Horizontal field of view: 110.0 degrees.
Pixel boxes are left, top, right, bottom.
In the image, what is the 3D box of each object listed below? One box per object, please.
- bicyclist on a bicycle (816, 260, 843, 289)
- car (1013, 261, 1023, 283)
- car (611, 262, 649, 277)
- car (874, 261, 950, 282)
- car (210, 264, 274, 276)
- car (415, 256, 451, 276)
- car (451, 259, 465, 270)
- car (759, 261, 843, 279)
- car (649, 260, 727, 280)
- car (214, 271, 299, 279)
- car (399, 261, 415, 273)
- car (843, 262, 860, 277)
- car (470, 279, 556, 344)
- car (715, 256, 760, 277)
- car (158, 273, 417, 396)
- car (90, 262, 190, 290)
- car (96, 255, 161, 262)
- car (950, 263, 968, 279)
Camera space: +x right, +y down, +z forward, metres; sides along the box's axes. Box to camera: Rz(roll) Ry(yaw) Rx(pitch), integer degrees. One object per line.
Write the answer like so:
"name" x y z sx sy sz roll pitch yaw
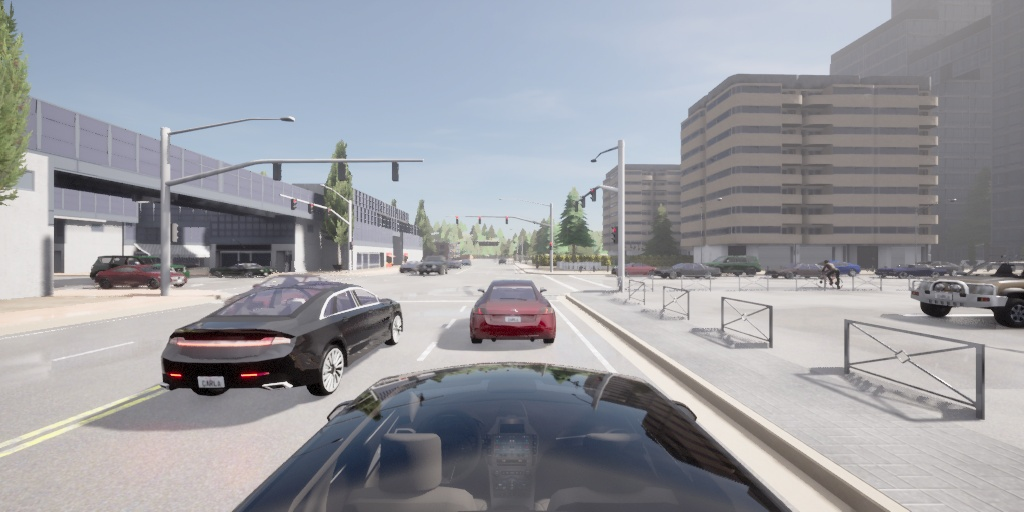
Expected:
"bicyclist on a bicycle" 17.925 1.052 20.271 0.582 1.620 1.656 0 0 -2
"car" 43.298 1.314 28.363 4.181 1.385 1.994 0 0 -1
"car" 11.742 1.314 34.576 4.181 1.385 1.994 0 0 -2
"car" 35.165 1.351 31.761 4.718 1.301 1.895 0 0 -2
"car" -24.573 1.351 32.617 4.718 1.301 1.895 0 0 1
"car" -7.976 0.972 36.758 2.150 2.045 5.566 0 0 -2
"car" -8.452 1.314 51.986 1.994 1.385 4.181 0 0 -1
"car" 25.302 1.297 31.479 5.357 1.411 2.033 0 0 -2
"car" 15.232 1.297 31.179 5.357 1.411 2.033 0 0 -2
"car" -7.206 1.314 11.729 1.994 1.385 4.181 0 0 -1
"car" -11.654 1.297 41.903 2.033 1.411 5.357 0 0 -2
"car" 31.111 1.228 35.150 5.008 1.535 1.882 0 0 -2
"car" 0.010 1.314 9.623 1.994 1.385 4.181 0 0 0
"car" 21.085 0.971 34.857 5.566 2.045 2.150 0 0 -2
"car" -3.475 1.242 6.564 2.128 1.511 4.902 0 0 0
"car" -22.890 1.276 22.183 4.674 1.442 1.812 0 0 0
"car" -26.447 0.971 25.579 5.566 2.045 2.150 0 0 -1
"car" 41.227 1.255 35.414 4.892 1.490 1.837 0 0 -1
